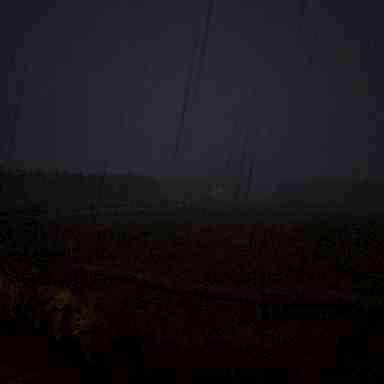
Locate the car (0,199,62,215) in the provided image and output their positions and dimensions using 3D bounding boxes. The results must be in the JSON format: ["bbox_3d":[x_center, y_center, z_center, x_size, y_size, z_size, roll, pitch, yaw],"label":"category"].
[{"bbox_3d":[-12.462,1.240,25.100,2.033,1.411,5.357,1,0,29],"label":"car"}]

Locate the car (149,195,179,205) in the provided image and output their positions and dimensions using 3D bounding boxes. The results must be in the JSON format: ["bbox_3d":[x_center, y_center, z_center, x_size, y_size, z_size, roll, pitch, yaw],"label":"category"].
[{"bbox_3d":[-3.366,1.169,41.112,1.812,1.442,4.674,1,1,29],"label":"car"}]

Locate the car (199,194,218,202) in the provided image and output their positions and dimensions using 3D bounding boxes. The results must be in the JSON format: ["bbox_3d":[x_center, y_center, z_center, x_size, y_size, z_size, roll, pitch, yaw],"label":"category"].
[{"bbox_3d":[2.330,1.086,46.337,2.128,1.511,4.902,1,1,19],"label":"car"}]
